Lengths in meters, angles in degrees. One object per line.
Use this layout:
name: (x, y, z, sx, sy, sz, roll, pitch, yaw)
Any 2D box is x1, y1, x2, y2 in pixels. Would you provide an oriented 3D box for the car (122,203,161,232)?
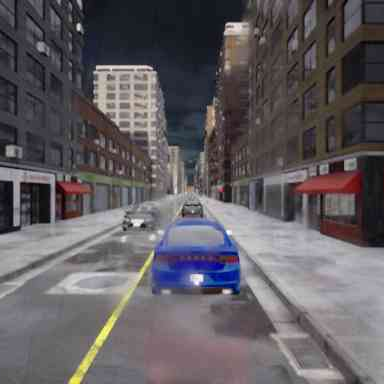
car: (-2.887, 1.447, 19.912, 2.128, 1.511, 4.902, 0, 0, 0)

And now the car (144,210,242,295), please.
car: (0.083, 1.458, 8.701, 1.882, 1.535, 5.008, 0, 0, 0)

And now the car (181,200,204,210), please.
car: (0.046, 1.429, 29.830, 2.128, 1.511, 4.902, 0, 0, 0)
